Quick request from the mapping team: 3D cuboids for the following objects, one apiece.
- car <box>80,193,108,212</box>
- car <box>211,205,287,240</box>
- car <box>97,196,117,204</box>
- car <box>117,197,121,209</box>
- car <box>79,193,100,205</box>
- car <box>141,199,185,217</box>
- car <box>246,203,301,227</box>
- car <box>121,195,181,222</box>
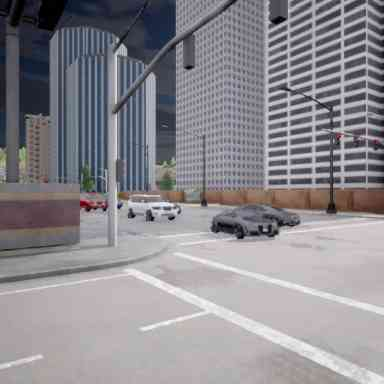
[{"bbox_3d":[-11.746,1.224,38.899,2.150,2.045,5.566,0,0,-35],"label":"car"},{"bbox_3d":[2.604,1.564,17.114,1.994,1.385,4.181,0,0,-23],"label":"car"},{"bbox_3d":[-16.532,1.547,64.234,2.033,1.411,5.357,0,0,-34],"label":"car"},{"bbox_3d":[-11.273,1.218,44.317,2.150,2.045,5.566,0,0,-35],"label":"car"},{"bbox_3d":[-19.124,1.222,61.853,2.150,2.045,5.566,0,0,-35],"label":"car"},{"bbox_3d":[-2.891,1.492,32.398,2.128,1.511,4.902,0,0,-35],"label":"car"},{"bbox_3d":[4.757,1.504,21.887,1.837,1.490,4.892,0,0,-38],"label":"car"},{"bbox_3d":[-3.377,1.225,27.010,2.150,2.045,5.566,0,0,-35],"label":"car"}]
